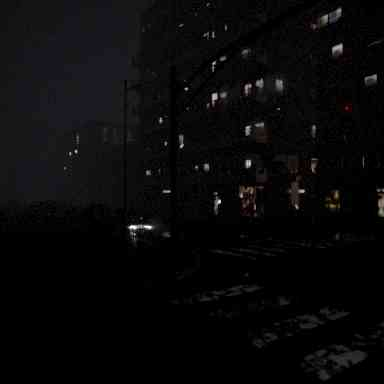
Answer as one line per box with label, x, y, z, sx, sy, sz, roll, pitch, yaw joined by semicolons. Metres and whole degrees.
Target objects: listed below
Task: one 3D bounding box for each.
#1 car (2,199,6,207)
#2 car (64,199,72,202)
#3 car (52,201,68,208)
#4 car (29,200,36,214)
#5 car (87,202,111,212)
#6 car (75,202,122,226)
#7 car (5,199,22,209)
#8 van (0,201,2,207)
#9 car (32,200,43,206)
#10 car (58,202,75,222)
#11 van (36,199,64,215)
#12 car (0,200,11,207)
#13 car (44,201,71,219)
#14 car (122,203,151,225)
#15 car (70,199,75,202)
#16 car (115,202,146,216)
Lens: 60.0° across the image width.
car;-36.334;2.536;66.860;1.887;1.381;4.507;-1;0;-35
car;-18.756;2.128;46.621;1.812;1.442;4.674;0;-1;-35
car;-26.500;2.451;66.637;1.887;1.381;4.507;-1;0;-35
car;-20.309;2.067;44.360;1.967;1.590;4.097;-1;0;-35
car;-13.686;2.180;48.649;1.947;1.339;4.313;-1;0;-35
car;-7.487;1.770;26.360;1.967;1.590;4.097;-1;0;-35
car;-33.130;2.359;62.360;1.967;1.590;4.097;-1;0;-35
van;-39.543;2.406;71.360;1.690;1.788;3.998;-1;0;-35
car;-39.313;2.762;84.625;1.947;1.339;4.313;-1;0;-35
car;-10.593;1.928;30.721;1.752;1.417;4.829;-1;0;-35
van;-17.105;1.894;39.860;1.690;1.788;3.998;-1;0;-35
car;-42.646;2.660;75.721;1.752;1.417;4.829;-1;0;-35
car;-13.896;2.030;35.359;2.008;1.369;4.403;-1;0;-35
car;-5.067;1.887;27.405;1.994;1.385;4.181;0;-1;-35
car;-23.301;2.149;62.140;2.192;1.841;5.009;-1;0;-35
car;-7.380;1.994;39.793;1.752;1.417;4.829;-1;0;-35
